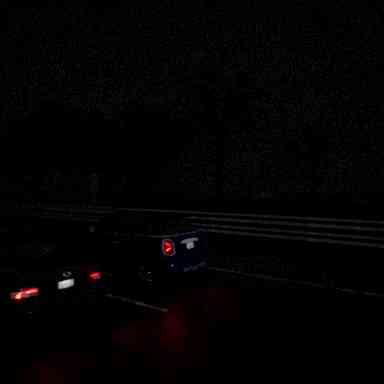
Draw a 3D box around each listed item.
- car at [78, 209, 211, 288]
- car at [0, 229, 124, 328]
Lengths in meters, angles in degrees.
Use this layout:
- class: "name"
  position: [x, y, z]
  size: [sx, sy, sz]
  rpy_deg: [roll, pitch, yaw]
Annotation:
- class: "car"
  position: [-1.791, 1.316, 9.392]
  size: [4.553, 1.767, 2.097]
  rpy_deg: [1, 0, 34]
- class: "car"
  position: [-4.074, 1.491, 6.716]
  size: [5.357, 1.411, 2.033]
  rpy_deg: [1, 0, 34]
